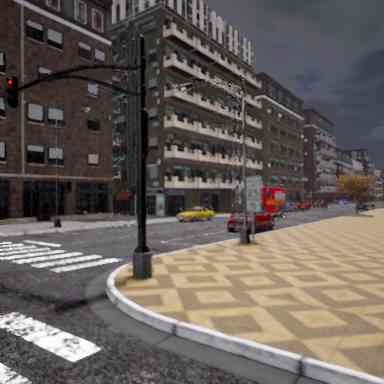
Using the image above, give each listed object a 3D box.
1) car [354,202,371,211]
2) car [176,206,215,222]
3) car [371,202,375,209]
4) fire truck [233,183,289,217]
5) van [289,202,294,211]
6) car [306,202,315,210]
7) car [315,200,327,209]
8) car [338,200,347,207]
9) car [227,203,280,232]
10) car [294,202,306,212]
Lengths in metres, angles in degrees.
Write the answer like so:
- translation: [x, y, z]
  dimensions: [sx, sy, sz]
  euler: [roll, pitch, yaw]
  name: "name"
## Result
- translation: [30.046, 2.596, 59.277]
  dimensions: [1.947, 1.339, 4.313]
  euler: [-2, -2, 35]
  name: "car"
- translation: [0.371, 2.036, 31.596]
  dimensions: [1.752, 1.417, 4.829]
  euler: [-2, -2, 35]
  name: "car"
- translation: [36.554, 2.756, 68.513]
  dimensions: [2.008, 1.369, 4.403]
  euler: [-2, -2, 35]
  name: "car"
- translation: [7.779, 0.957, 37.518]
  dimensions: [2.891, 3.827, 8.468]
  euler: [-1, -1, 35]
  name: "fire truck"
- translation: [13.483, 2.206, 50.213]
  dimensions: [1.690, 1.788, 3.998]
  euler: [-2, -2, 35]
  name: "van"
- translation: [19.993, 2.585, 59.444]
  dimensions: [1.887, 1.381, 4.507]
  euler: [-2, -2, 35]
  name: "car"
- translation: [26.498, 2.531, 68.687]
  dimensions: [2.192, 1.841, 5.009]
  euler: [-2, -2, 35]
  name: "car"
- translation: [39.417, 2.910, 87.098]
  dimensions: [1.690, 1.788, 3.998]
  euler: [-2, -2, 35]
  name: "car"
- translation: [4.013, 1.768, 22.335]
  dimensions: [1.967, 1.590, 4.097]
  euler: [-2, -2, 35]
  name: "car"
- translation: [16.738, 2.392, 54.829]
  dimensions: [1.967, 1.590, 4.097]
  euler: [-2, -2, 35]
  name: "car"
